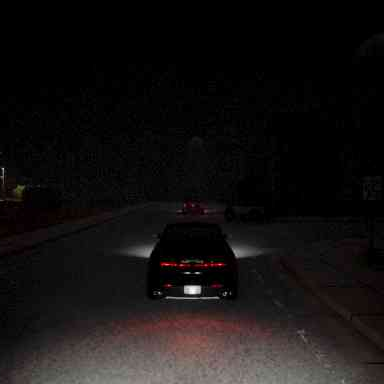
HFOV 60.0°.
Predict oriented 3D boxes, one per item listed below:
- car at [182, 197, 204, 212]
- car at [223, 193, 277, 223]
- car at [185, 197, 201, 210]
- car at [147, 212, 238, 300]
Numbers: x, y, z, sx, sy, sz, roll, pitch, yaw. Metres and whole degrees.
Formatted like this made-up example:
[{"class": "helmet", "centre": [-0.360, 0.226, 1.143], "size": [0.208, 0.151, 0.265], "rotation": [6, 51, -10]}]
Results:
[{"class": "car", "centre": [0.122, 1.295, 33.605], "size": [2.097, 1.767, 4.553], "rotation": [0, 0, 0]}, {"class": "car", "centre": [4.191, 1.116, 24.118], "size": [1.905, 1.878, 3.866], "rotation": [-8, 4, -42]}, {"class": "car", "centre": [0.131, 1.472, 43.730], "size": [2.033, 1.411, 5.357], "rotation": [0, 0, 0]}, {"class": "car", "centre": [0.013, 1.492, 8.353], "size": [1.837, 1.490, 4.892], "rotation": [0, 0, 0]}]
